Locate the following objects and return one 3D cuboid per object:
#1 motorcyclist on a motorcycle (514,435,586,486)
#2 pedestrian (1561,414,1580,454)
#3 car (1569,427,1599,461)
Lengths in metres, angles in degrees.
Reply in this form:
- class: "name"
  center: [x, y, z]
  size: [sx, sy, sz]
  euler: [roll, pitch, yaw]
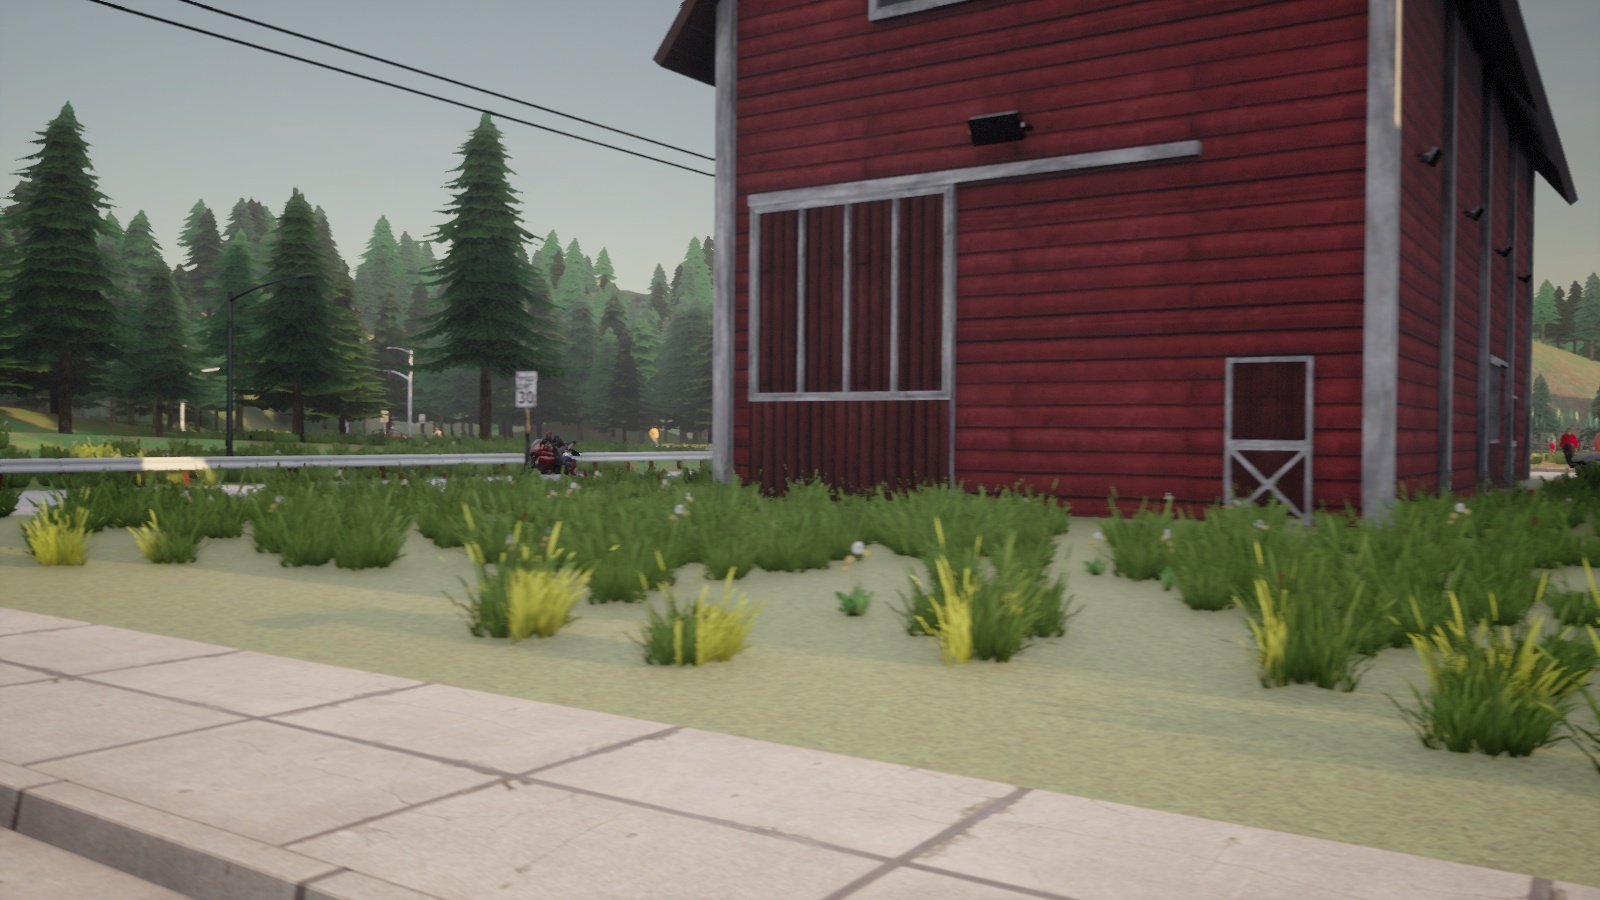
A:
- class: "motorcyclist on a motorcycle"
  center: [-7.701, 0.307, 38.799]
  size: [0.866, 1.530, 2.191]
  euler: [0, 1, 35]
- class: "pedestrian"
  center: [35.164, -0.734, 57.304]
  size: [0.634, 1.844, 0.899]
  euler: [0, 1, 40]
- class: "car"
  center: [34.876, -0.270, 51.758]
  size: [5.357, 1.411, 2.033]
  euler: [0, 1, 34]
